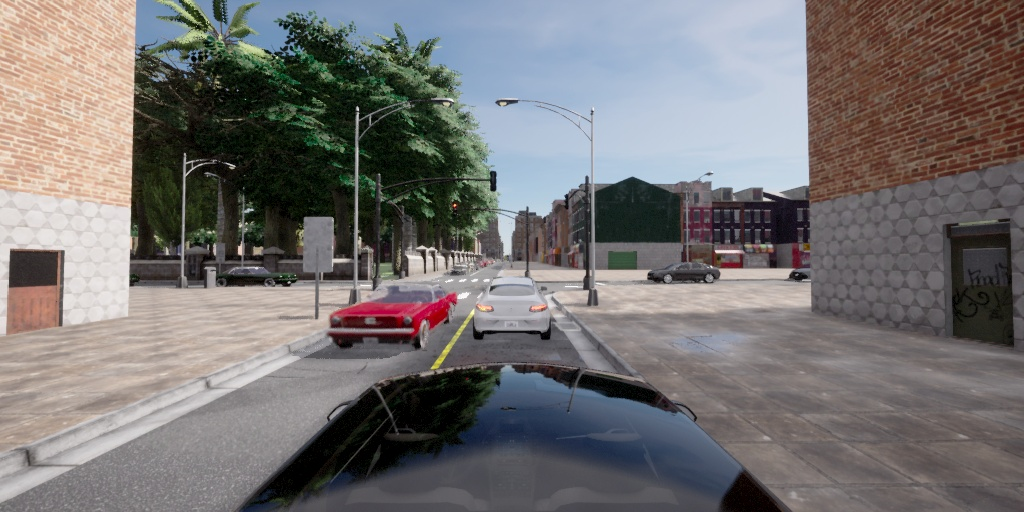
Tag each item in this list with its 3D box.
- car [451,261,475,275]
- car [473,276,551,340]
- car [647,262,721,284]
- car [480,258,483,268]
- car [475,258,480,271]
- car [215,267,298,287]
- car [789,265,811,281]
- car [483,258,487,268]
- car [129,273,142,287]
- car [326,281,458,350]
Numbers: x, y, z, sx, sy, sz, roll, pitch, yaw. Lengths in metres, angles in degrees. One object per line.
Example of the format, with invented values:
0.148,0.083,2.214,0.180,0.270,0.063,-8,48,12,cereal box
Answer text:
-5.572,1.332,38.917,2.007,1.370,4.403,0,0,-1,car
0.017,1.279,9.894,1.812,1.442,4.674,0,0,1,car
12.202,1.192,25.610,4.892,1.490,1.837,-1,-1,0,car
-5.662,1.370,51.503,1.948,1.339,4.313,0,0,-1,car
-5.611,1.344,46.053,2.007,1.370,4.403,0,0,-1,car
-16.158,1.341,22.474,4.718,1.301,1.895,0,-1,0,car
22.385,1.141,25.676,4.181,1.385,1.994,-1,-1,0,car
-5.763,1.416,62.402,1.802,1.307,4.207,0,0,-1,car
-26.318,1.335,22.411,4.718,1.301,1.895,0,-1,0,car
-2.722,1.354,9.244,1.895,1.301,4.718,0,0,2,car
